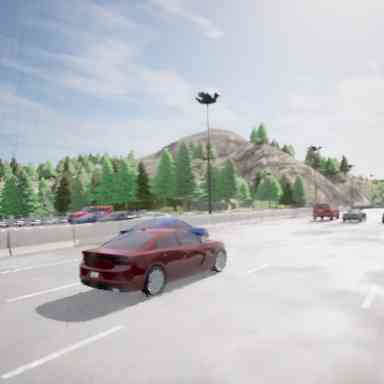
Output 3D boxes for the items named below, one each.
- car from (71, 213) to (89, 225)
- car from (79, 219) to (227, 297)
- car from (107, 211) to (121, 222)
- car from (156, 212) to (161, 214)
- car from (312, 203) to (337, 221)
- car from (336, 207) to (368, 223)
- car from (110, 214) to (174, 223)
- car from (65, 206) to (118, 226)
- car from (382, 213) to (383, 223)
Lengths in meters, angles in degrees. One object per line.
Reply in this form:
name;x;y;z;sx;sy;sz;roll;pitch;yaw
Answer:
car;-9.854;2.768;33.577;1.812;1.442;4.674;-2;-3;35
car;-0.799;1.772;9.629;1.882;1.535;5.008;-2;-2;35
car;-6.949;2.633;31.627;1.837;1.490;4.892;-2;-3;35
car;-3.689;2.552;30.181;1.812;1.442;4.674;-2;-3;35
car;16.066;2.336;39.695;2.150;2.045;5.566;-2;-3;35
car;17.317;2.481;35.379;2.033;1.411;5.357;-2;-3;35
car;-1.095;1.950;15.289;1.882;1.535;5.008;-2;-2;35
car;-11.252;2.636;37.686;2.150;2.045;5.566;-2;-3;35
car;20.483;2.377;33.786;2.033;1.411;5.357;-2;-3;35
